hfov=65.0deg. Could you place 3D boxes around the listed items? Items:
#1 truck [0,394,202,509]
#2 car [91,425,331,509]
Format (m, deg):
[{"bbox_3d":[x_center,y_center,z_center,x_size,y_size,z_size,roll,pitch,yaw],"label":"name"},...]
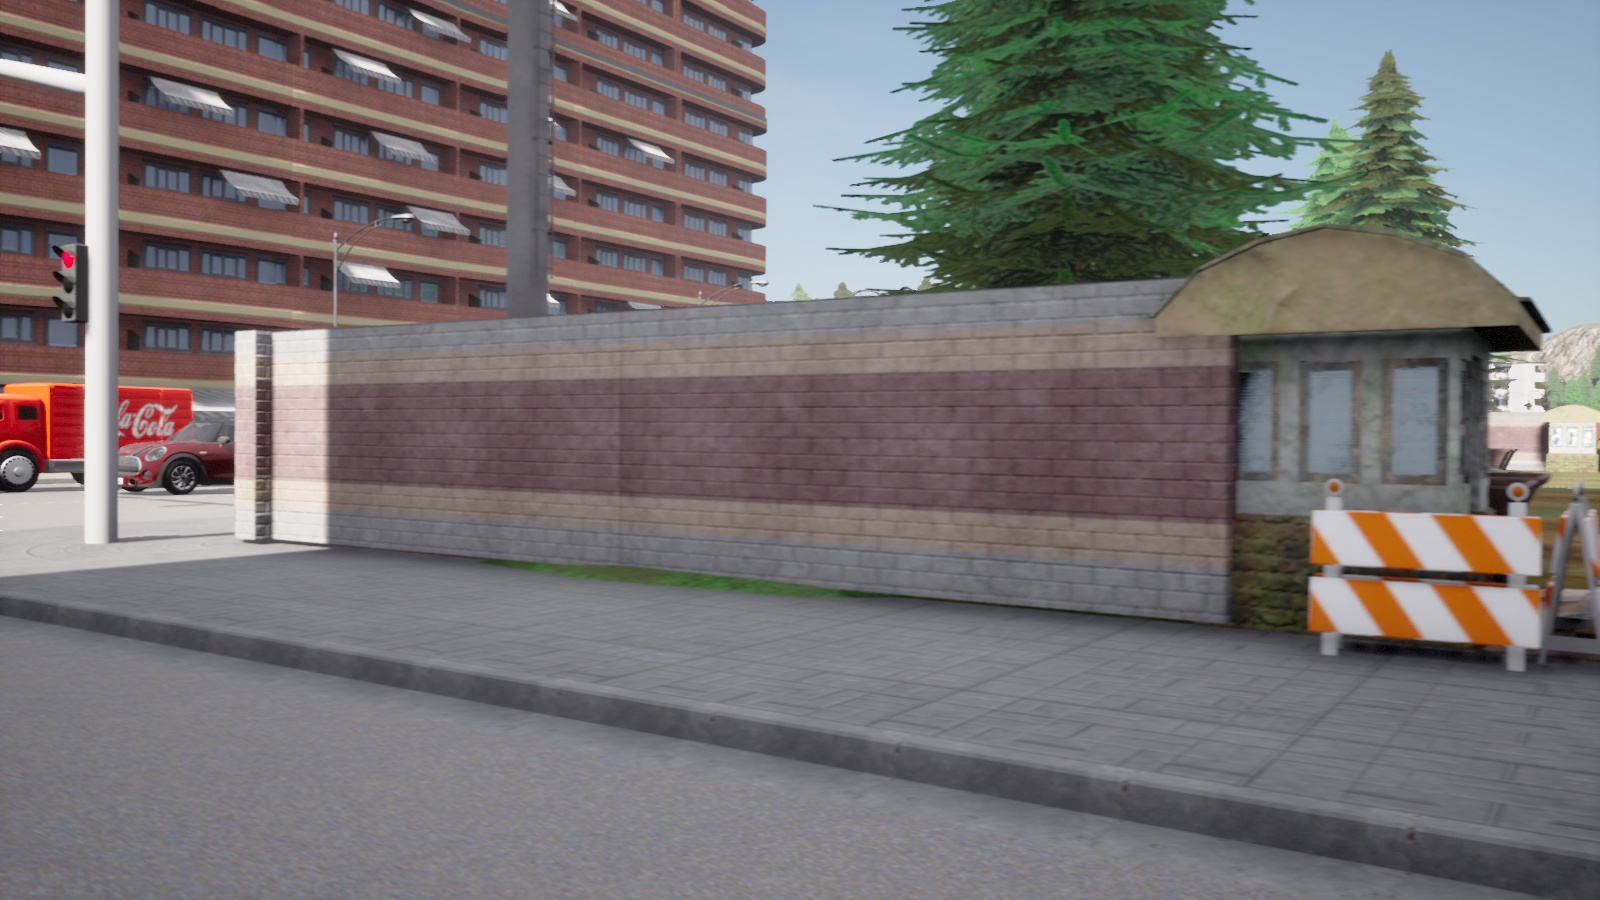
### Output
[{"bbox_3d":[-17.250,0.000,29.406,2.627,2.467,5.204,0,1,33],"label":"truck"},{"bbox_3d":[-13.416,0.317,28.869,2.097,1.767,4.553,0,1,33],"label":"car"}]
